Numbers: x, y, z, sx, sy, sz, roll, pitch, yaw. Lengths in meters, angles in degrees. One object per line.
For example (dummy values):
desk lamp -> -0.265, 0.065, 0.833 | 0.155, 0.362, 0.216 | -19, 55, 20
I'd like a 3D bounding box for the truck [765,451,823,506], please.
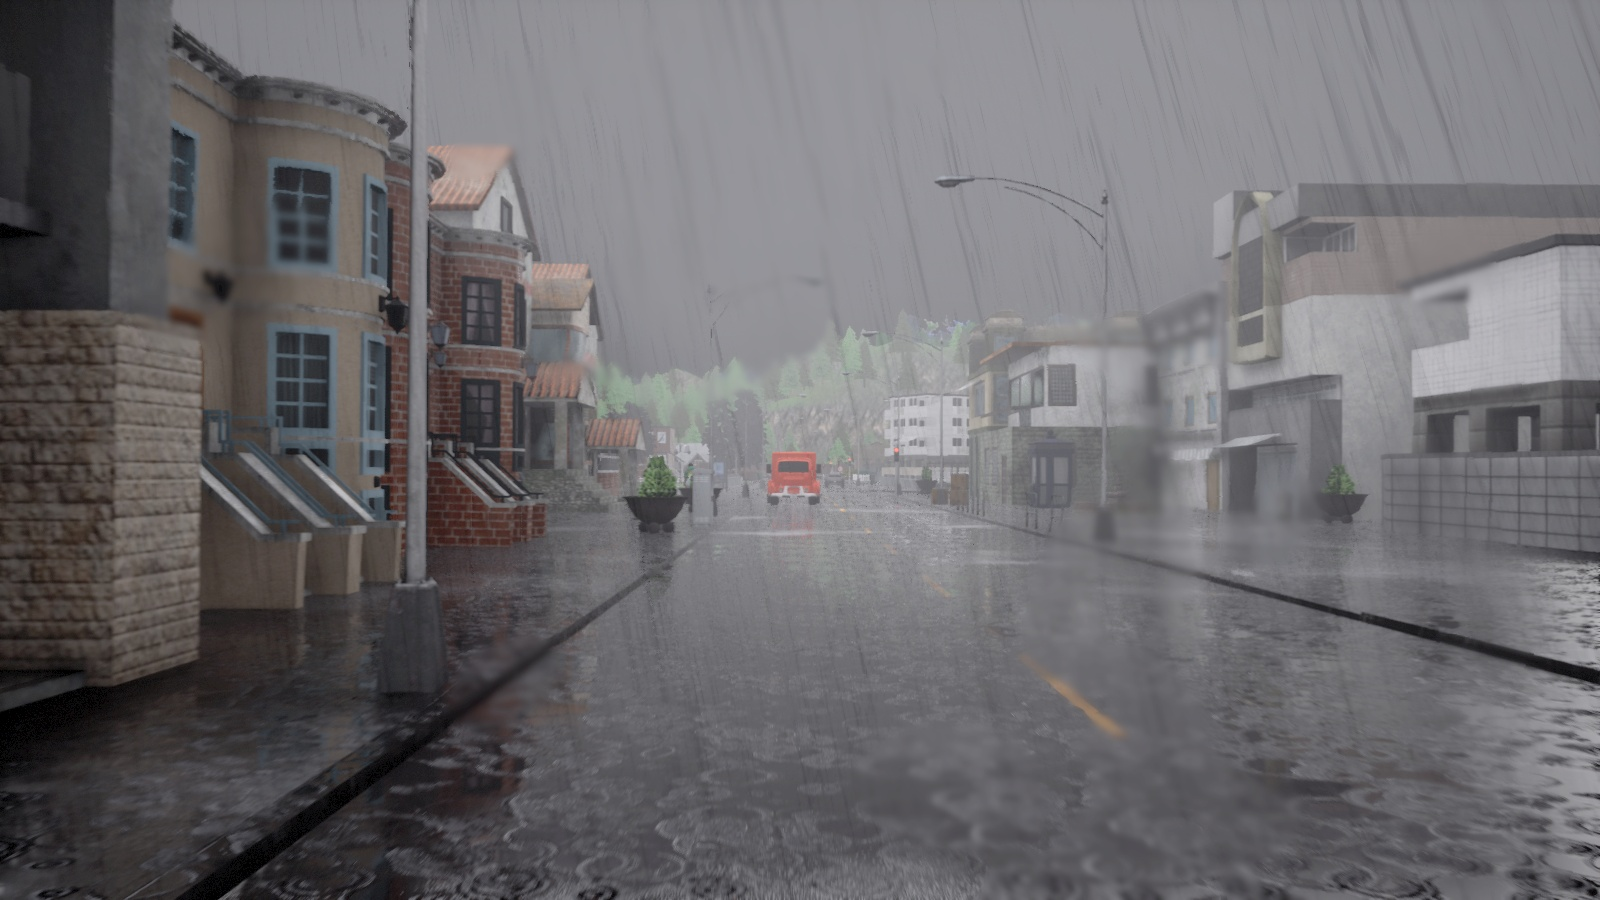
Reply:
truck -> -0.277, 1.329, 59.668 | 2.627, 2.467, 5.204 | 0, -1, 0
